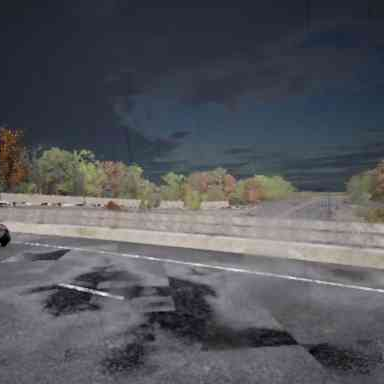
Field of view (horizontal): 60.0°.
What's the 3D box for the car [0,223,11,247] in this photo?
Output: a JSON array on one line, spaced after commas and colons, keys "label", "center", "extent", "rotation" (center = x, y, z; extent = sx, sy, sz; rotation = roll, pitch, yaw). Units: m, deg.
[{"label": "car", "center": [-9.293, 1.533, 13.365], "extent": [4.181, 1.385, 1.994], "rotation": [0, 0, 28]}]
